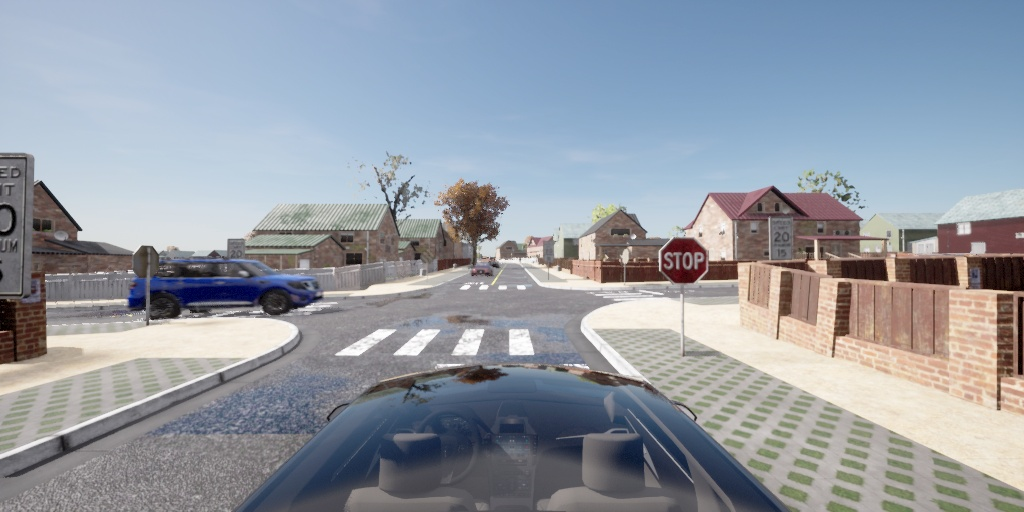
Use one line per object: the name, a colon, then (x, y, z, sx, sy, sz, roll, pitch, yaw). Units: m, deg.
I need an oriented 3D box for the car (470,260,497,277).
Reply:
car: (-2.849, 1.304, 34.837, 1.994, 1.385, 4.181, 0, 0, 0)

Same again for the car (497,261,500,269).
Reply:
car: (-2.837, 1.320, 54.548, 1.895, 1.301, 4.718, 0, 0, 0)

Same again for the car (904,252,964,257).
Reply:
car: (22.502, 0.709, 19.691, 4.553, 1.767, 2.097, -1, -1, -2)

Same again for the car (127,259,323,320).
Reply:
car: (-9.924, 1.108, 12.800, 5.566, 2.045, 2.150, -1, -1, -12)
